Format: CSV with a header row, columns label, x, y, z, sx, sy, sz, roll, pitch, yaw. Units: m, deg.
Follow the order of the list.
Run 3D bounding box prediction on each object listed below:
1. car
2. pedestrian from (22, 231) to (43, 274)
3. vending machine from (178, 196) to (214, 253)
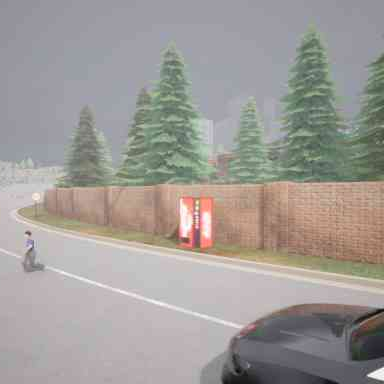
label,x,y,z,sx,sy,sz,roll,pitch,yaw
car,2.508,1.505,2.303,4.892,1.490,1.837,0,0,37
pedestrian,-4.425,1.574,9.129,0.375,1.300,0.375,0,0,42
vending machine,0.155,1.195,13.036,0.880,2.100,1.100,0,0,42
